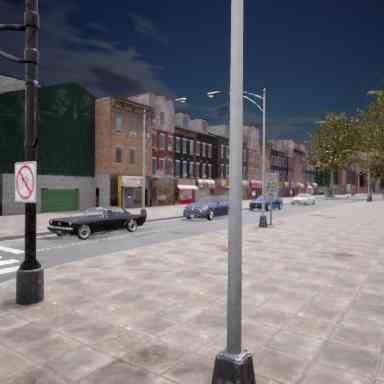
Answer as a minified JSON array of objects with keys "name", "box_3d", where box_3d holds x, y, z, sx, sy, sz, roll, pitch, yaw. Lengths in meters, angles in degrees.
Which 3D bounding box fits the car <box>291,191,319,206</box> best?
[{"name":"car","box_3d":[14.129,0.934,42.222,1.812,1.442,4.674,1,1,38]}]

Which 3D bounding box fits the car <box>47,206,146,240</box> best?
[{"name":"car","box_3d":[-4.503,1.408,16.245,1.895,1.301,4.718,1,1,35]}]

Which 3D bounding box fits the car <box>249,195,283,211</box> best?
[{"name":"car","box_3d":[7.399,1.019,32.903,1.882,1.535,5.008,1,1,36]}]

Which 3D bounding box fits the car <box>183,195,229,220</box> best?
[{"name":"car","box_3d":[1.324,1.024,24.401,2.097,1.767,4.553,1,1,36]}]
